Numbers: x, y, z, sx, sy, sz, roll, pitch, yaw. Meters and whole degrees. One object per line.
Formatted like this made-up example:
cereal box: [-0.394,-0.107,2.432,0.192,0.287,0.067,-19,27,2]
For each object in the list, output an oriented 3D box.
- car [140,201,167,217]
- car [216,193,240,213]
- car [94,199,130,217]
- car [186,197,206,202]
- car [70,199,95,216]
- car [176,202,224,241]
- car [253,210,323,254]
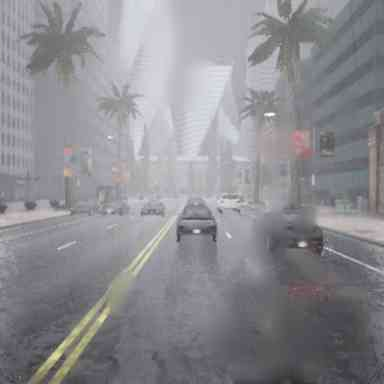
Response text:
car: [-3.368,1.487,29.792,1.994,1.385,4.181,0,0,1]
car: [3.880,1.155,36.183,2.150,2.045,5.566,0,0,0]
car: [-6.865,1.402,30.160,2.128,1.511,4.902,0,0,1]
car: [0.374,1.275,35.414,2.097,1.767,4.553,0,0,0]
car: [-9.847,1.379,31.302,2.231,1.521,4.892,0,0,0]
car: [0.220,1.456,16.531,2.128,1.511,4.902,0,0,0]
car: [3.695,1.487,13.456,1.837,1.490,4.892,0,0,0]
